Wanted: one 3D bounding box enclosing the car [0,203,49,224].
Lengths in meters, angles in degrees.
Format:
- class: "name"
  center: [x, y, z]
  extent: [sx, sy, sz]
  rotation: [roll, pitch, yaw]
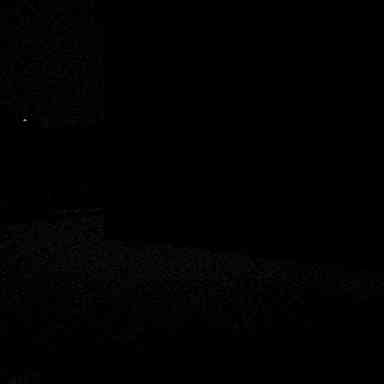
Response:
- class: "car"
  center: [-12.945, 1.587, 24.265]
  extent: [1.895, 1.301, 4.718]
  rotation: [0, 0, 35]
